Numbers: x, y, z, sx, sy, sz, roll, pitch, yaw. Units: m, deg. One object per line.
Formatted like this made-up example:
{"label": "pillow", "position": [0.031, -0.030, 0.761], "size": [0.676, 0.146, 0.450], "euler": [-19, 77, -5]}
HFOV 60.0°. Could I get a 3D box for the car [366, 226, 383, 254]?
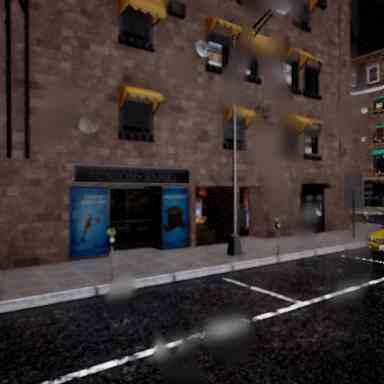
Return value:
{"label": "car", "position": [8.397, 1.556, 12.559], "size": [4.829, 1.417, 1.752], "euler": [0, 0, -36]}
